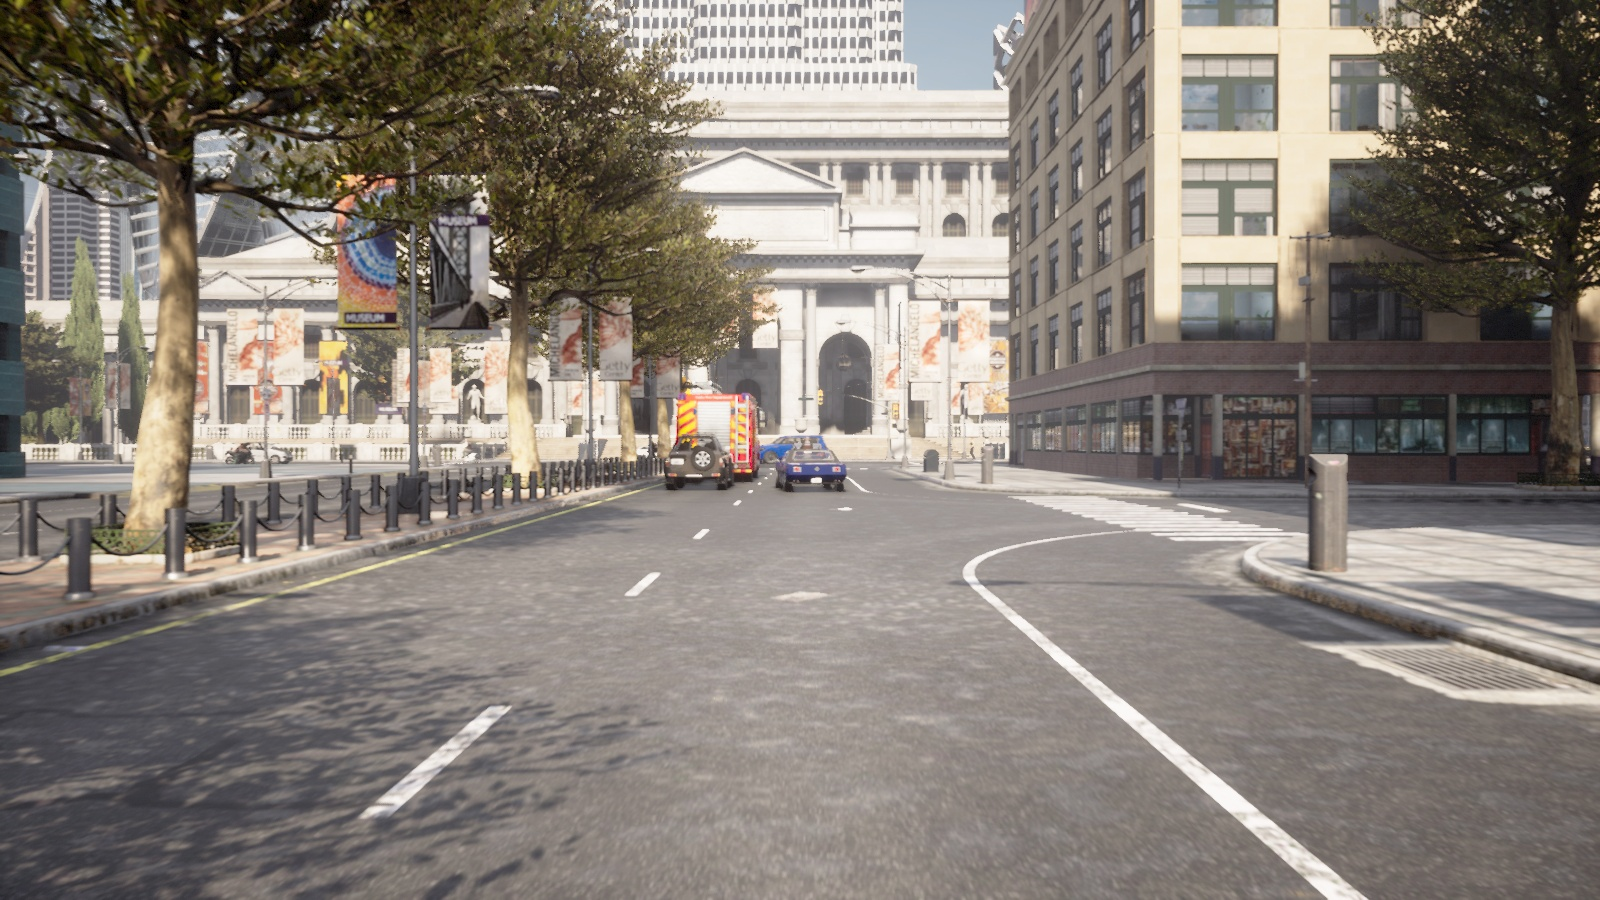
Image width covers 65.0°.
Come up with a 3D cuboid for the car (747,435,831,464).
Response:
[{"bbox_3d":[-0.798,-0.037,89.049,5.566,2.045,2.150,0,0,-20],"label":"car"}]

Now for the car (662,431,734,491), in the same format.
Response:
[{"bbox_3d":[-3.253,0.330,40.951,1.932,1.855,4.605,0,0,1],"label":"car"}]

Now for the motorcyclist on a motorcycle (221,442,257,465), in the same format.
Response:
[{"bbox_3d":[-37.620,0.223,84.273,2.044,1.523,0.797,0,0,0],"label":"motorcyclist on a motorcycle"}]

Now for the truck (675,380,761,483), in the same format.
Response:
[{"bbox_3d":[-3.195,-0.708,50.952,2.891,3.827,8.468,0,0,0],"label":"truck"}]

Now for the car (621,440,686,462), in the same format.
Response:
[{"bbox_3d":[-11.035,0.049,94.519,4.611,1.667,2.242,0,0,1],"label":"car"}]

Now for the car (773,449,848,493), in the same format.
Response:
[{"bbox_3d":[0.275,0.621,40.123,1.895,1.301,4.718,0,0,-6],"label":"car"}]

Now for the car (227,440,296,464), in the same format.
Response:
[{"bbox_3d":[-37.625,0.120,87.772,3.988,1.617,1.851,0,0,0],"label":"car"}]
